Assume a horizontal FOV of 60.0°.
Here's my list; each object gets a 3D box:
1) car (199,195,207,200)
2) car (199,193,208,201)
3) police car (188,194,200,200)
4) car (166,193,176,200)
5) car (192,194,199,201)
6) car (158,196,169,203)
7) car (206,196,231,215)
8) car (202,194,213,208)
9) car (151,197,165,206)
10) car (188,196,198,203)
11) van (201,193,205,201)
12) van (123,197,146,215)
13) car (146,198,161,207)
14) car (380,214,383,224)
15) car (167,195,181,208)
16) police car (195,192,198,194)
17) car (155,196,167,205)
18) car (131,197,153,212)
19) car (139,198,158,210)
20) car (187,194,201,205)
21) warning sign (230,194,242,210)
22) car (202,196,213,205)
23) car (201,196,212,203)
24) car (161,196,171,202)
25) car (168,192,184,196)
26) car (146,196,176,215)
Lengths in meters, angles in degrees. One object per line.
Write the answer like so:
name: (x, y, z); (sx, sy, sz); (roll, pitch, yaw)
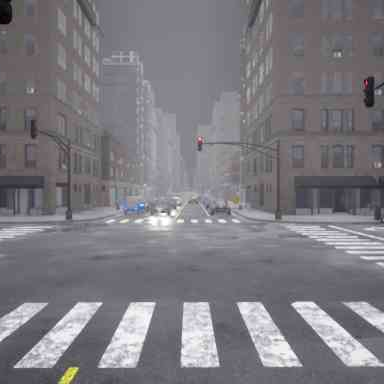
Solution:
car: (2.894, 1.551, 89.983); (1.947, 1.339, 4.313); (0, 0, 0)
car: (2.879, 1.303, 84.313); (2.192, 1.841, 5.009); (0, 0, 0)
police car: (0.514, 1.408, 95.308); (1.930, 1.638, 5.238); (0, 0, -16)
car: (-5.631, 1.300, 89.993); (2.192, 1.841, 5.009); (0, 0, 0)
car: (1.012, 1.441, 89.480); (1.801, 1.575, 5.366); (0, 0, 0)
car: (-5.689, 1.561, 67.319); (1.947, 1.339, 4.313); (0, 0, 0)
car: (2.749, 1.440, 33.290); (1.967, 1.590, 4.097); (0, 0, 0)
car: (2.778, 1.440, 44.628); (1.967, 1.590, 4.097); (0, 0, 0)
car: (-5.718, 1.564, 55.983); (1.947, 1.339, 4.313); (0, 0, 0)
car: (0.232, 1.596, 69.676); (1.895, 1.301, 4.718); (0, 0, 1)
van: (2.807, 1.340, 55.967); (1.690, 1.788, 3.998); (0, 0, 0)
van: (-5.776, 1.341, 33.310); (1.690, 1.788, 3.998); (0, 0, 0)
car: (-5.733, 1.581, 50.315); (1.802, 1.307, 4.206); (0, 0, 0)
car: (14.337, 1.519, 20.648); (4.892, 1.490, 1.837); (0, 0, 0)
car: (-2.990, 1.491, 43.698); (2.128, 1.511, 4.902); (0, 0, 0)
police car: (0.996, 1.416, 79.385); (1.930, 1.638, 5.238); (0, 0, -1)
car: (-5.704, 1.523, 61.481); (1.752, 1.417, 4.829); (0, 0, 0)
car: (-5.762, 1.440, 38.978); (1.967, 1.590, 4.097); (0, 0, 0)
car: (-5.747, 1.566, 44.646); (1.947, 1.339, 4.313); (0, 0, 0)
car: (0.251, 1.524, 59.430); (1.812, 1.442, 4.674); (0, 0, 1)
warning sign: (5.166, 1.115, 39.278); (1.300, 1.860, 1.060); (0, 0, 0)
car: (2.822, 1.523, 61.806); (1.752, 1.417, 4.829); (0, 0, 0)
car: (2.836, 1.546, 67.306); (2.008, 1.369, 4.403); (0, 0, 0)
car: (-5.675, 1.538, 72.987); (1.887, 1.381, 4.507); (0, 0, 0)
car: (-2.950, 1.220, 54.427); (2.150, 2.045, 5.566); (0, 0, 0)
car: (-3.021, 1.491, 33.452); (2.128, 1.511, 4.902); (0, 0, 0)
